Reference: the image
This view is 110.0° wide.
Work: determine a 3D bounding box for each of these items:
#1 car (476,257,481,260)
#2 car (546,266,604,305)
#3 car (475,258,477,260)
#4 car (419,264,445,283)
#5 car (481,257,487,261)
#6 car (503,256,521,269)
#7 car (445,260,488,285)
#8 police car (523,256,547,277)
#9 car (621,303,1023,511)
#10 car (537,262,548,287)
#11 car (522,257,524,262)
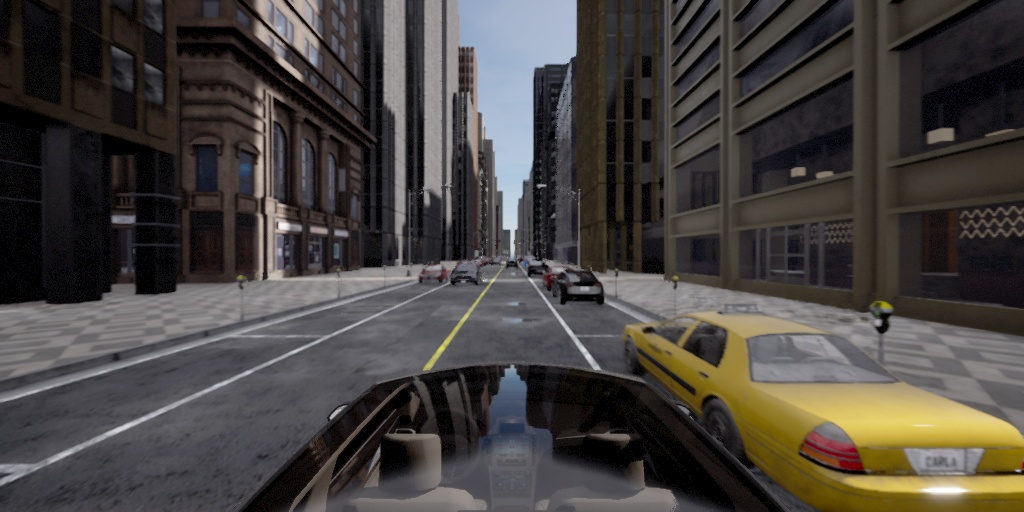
[{"bbox_3d":[-5.746,1.193,49.378,1.948,1.339,4.313,0,0,0],"label":"car"},{"bbox_3d":[2.768,1.279,15.680,1.948,1.339,4.313,0,0,0],"label":"car"},{"bbox_3d":[-5.748,1.186,43.760,1.888,1.381,4.507,0,0,0],"label":"car"},{"bbox_3d":[-5.754,1.266,26.905,1.802,1.307,4.207,0,0,0],"label":"car"},{"bbox_3d":[-5.743,1.182,60.615,1.802,1.307,4.207,0,0,0],"label":"car"},{"bbox_3d":[0.018,1.124,53.014,1.837,1.490,4.892,0,0,0],"label":"car"},{"bbox_3d":[-3.092,1.235,25.344,2.033,1.411,5.357,0,0,0],"label":"car"},{"bbox_3d":[2.377,1.090,34.085,1.930,1.638,5.238,0,0,0],"label":"police car"},{"bbox_3d":[2.764,1.268,4.612,1.751,1.417,4.829,0,0,0],"label":"car"},{"bbox_3d":[2.769,1.243,21.298,1.888,1.381,4.507,0,0,0],"label":"car"},{"bbox_3d":[2.779,1.177,49.392,2.007,1.370,4.403,0,0,0],"label":"car"}]
